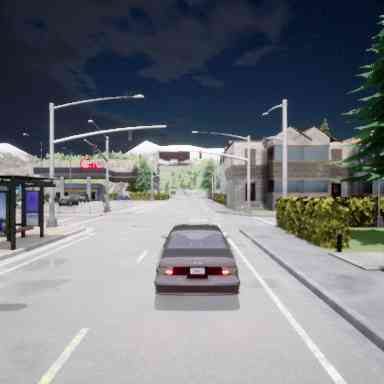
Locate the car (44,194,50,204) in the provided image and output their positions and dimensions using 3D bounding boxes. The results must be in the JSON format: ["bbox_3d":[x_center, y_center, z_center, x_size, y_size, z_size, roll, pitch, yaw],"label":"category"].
[{"bbox_3d":[-25.859,1.282,61.029,1.932,1.855,4.605,0,0,0],"label":"car"}]

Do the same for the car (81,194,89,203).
[{"bbox_3d":[-22.590,1.260,68.904,1.905,1.878,3.866,0,0,0],"label":"car"}]

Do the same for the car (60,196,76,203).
[{"bbox_3d":[-25.916,1.544,69.508,1.970,1.475,3.806,0,0,0],"label":"car"}]

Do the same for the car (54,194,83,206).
[{"bbox_3d":[-18.896,1.483,51.033,2.007,1.523,4.514,0,0,0],"label":"car"}]

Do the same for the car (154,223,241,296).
[{"bbox_3d":[0.105,1.546,8.828,2.033,1.411,5.357,0,0,0],"label":"car"}]
